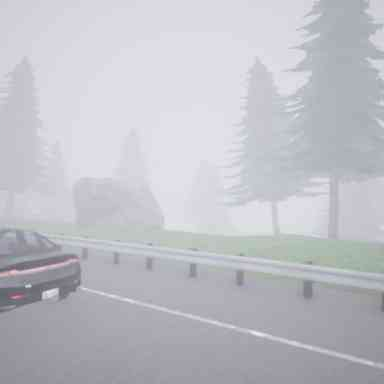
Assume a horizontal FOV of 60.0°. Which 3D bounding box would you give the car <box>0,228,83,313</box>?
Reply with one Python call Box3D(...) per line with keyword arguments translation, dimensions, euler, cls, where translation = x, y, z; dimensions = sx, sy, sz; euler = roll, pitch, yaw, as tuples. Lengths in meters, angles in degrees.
Box3D(translation=(-4.386, 1.509, 6.995), dimensions=(4.902, 1.511, 2.128), euler=(0, 0, 35), cls="car")
